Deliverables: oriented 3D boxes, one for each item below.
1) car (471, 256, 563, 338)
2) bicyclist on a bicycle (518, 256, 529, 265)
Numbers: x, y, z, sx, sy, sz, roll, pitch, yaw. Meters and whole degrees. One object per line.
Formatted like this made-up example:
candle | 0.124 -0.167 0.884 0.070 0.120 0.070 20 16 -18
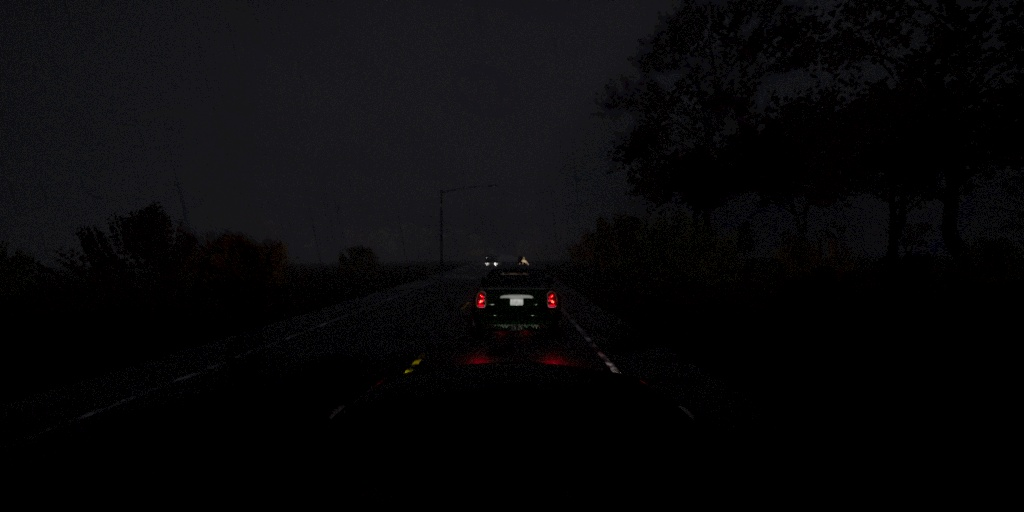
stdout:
car | 0.106 1.008 10.006 2.097 1.767 4.553 0 1 0
bicyclist on a bicycle | 0.945 0.882 28.453 0.866 1.612 1.509 0 1 1
